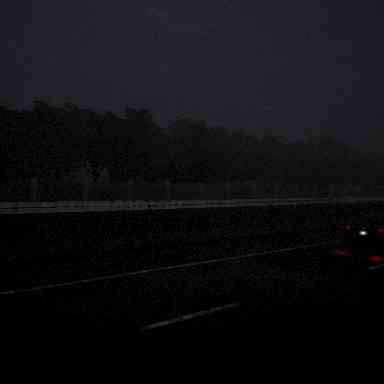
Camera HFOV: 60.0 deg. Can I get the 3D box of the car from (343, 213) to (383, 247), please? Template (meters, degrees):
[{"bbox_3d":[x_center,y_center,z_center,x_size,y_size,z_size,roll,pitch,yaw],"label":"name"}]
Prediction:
[{"bbox_3d":[8.271,1.566,14.068,4.181,1.385,1.994,0,0,-35],"label":"car"}]
